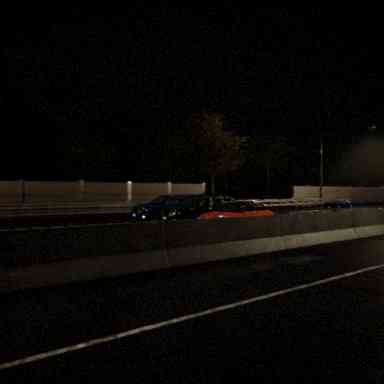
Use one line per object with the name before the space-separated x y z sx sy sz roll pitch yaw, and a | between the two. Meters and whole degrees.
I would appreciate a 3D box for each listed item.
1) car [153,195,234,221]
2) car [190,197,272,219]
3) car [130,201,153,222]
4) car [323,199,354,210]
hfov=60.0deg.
car | 0.597 1.218 21.605 5.566 2.045 2.150 0 0 -36
car | 2.469 1.349 18.649 4.553 1.767 2.097 0 0 -35
car | -1.686 1.218 24.285 5.566 2.045 2.150 0 0 -35
car | 18.566 1.596 42.126 4.718 1.301 1.895 0 0 -38
